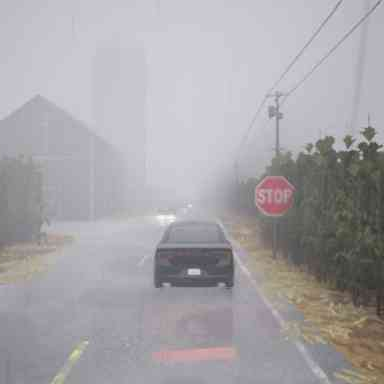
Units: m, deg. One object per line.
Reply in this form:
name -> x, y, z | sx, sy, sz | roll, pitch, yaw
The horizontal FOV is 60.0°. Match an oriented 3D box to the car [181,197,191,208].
car -> -1.704, 1.584, 51.273 | 2.097, 1.767, 4.553 | 0, -1, 4

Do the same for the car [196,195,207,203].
car -> 2.232, 1.537, 78.453 | 2.097, 1.767, 4.553 | 0, 0, -4

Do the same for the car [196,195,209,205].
car -> 2.471, 1.797, 68.345 | 2.128, 1.511, 4.902 | 0, 0, -1

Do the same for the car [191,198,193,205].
car -> -0.827, 1.786, 65.946 | 2.128, 1.511, 4.902 | 0, 0, 2

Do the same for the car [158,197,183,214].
car -> -2.616, 1.658, 37.240 | 2.128, 1.511, 4.902 | 0, 0, 4

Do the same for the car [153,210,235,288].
car -> 0.059, 1.520, 9.429 | 1.882, 1.535, 5.008 | 0, 0, 0
